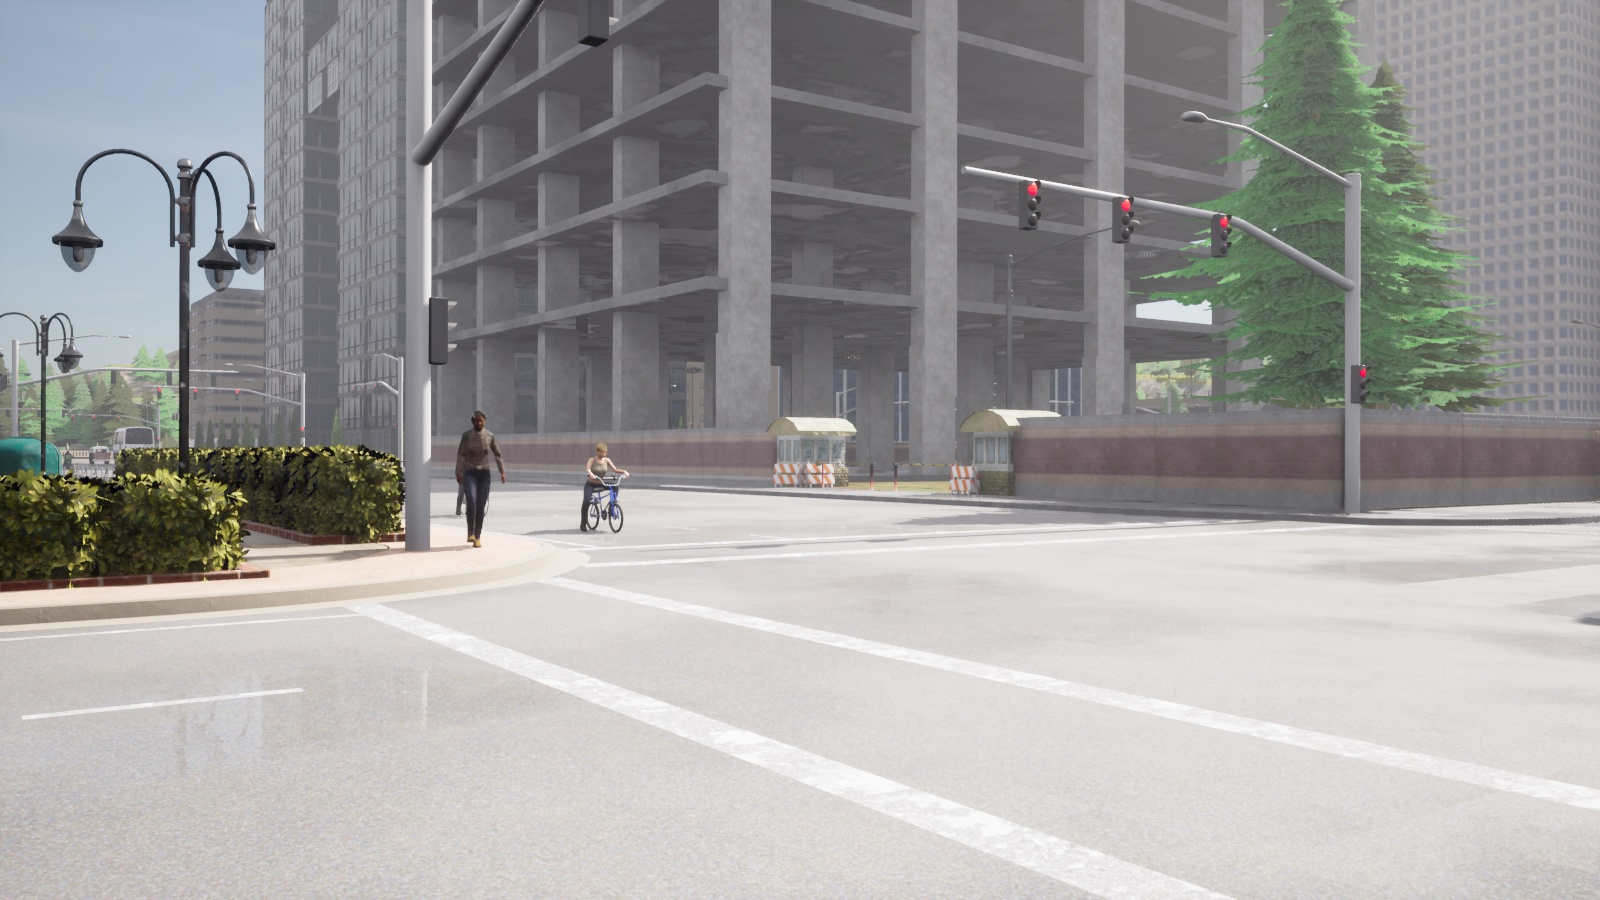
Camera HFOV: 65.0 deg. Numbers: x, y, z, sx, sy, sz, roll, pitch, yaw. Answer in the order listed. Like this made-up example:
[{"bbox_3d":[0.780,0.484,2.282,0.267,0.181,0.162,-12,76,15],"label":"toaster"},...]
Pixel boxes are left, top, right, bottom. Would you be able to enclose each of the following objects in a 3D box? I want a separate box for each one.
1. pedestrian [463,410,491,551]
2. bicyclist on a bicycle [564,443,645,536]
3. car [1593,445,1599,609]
[{"bbox_3d":[-4.275,0.393,16.613,0.328,1.805,0.869,0,0,-17],"label":"pedestrian"},{"bbox_3d":[-3.550,0.689,22.760,0.866,1.612,1.509,0,0,-35],"label":"bicyclist on a bicycle"},{"bbox_3d":[9.607,0.694,10.209,2.128,1.511,4.902,0,0,-35],"label":"car"}]
